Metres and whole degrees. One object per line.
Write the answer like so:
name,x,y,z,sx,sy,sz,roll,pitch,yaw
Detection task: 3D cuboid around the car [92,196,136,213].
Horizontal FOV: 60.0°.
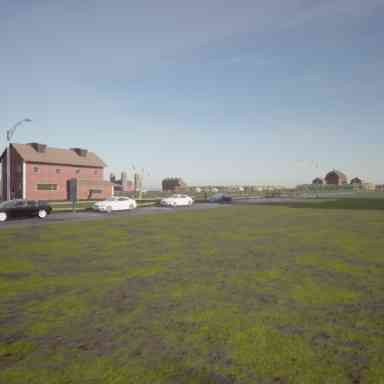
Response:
car,-7.421,1.170,32.257,1.812,1.442,4.674,1,1,36

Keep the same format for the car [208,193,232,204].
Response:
car,4.142,0.875,48.170,1.812,1.442,4.674,1,1,36

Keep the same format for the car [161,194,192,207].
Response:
car,-1.770,1.026,40.062,1.812,1.442,4.674,1,1,36

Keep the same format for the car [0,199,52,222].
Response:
car,-12.913,1.285,24.677,1.837,1.490,4.892,1,1,36
